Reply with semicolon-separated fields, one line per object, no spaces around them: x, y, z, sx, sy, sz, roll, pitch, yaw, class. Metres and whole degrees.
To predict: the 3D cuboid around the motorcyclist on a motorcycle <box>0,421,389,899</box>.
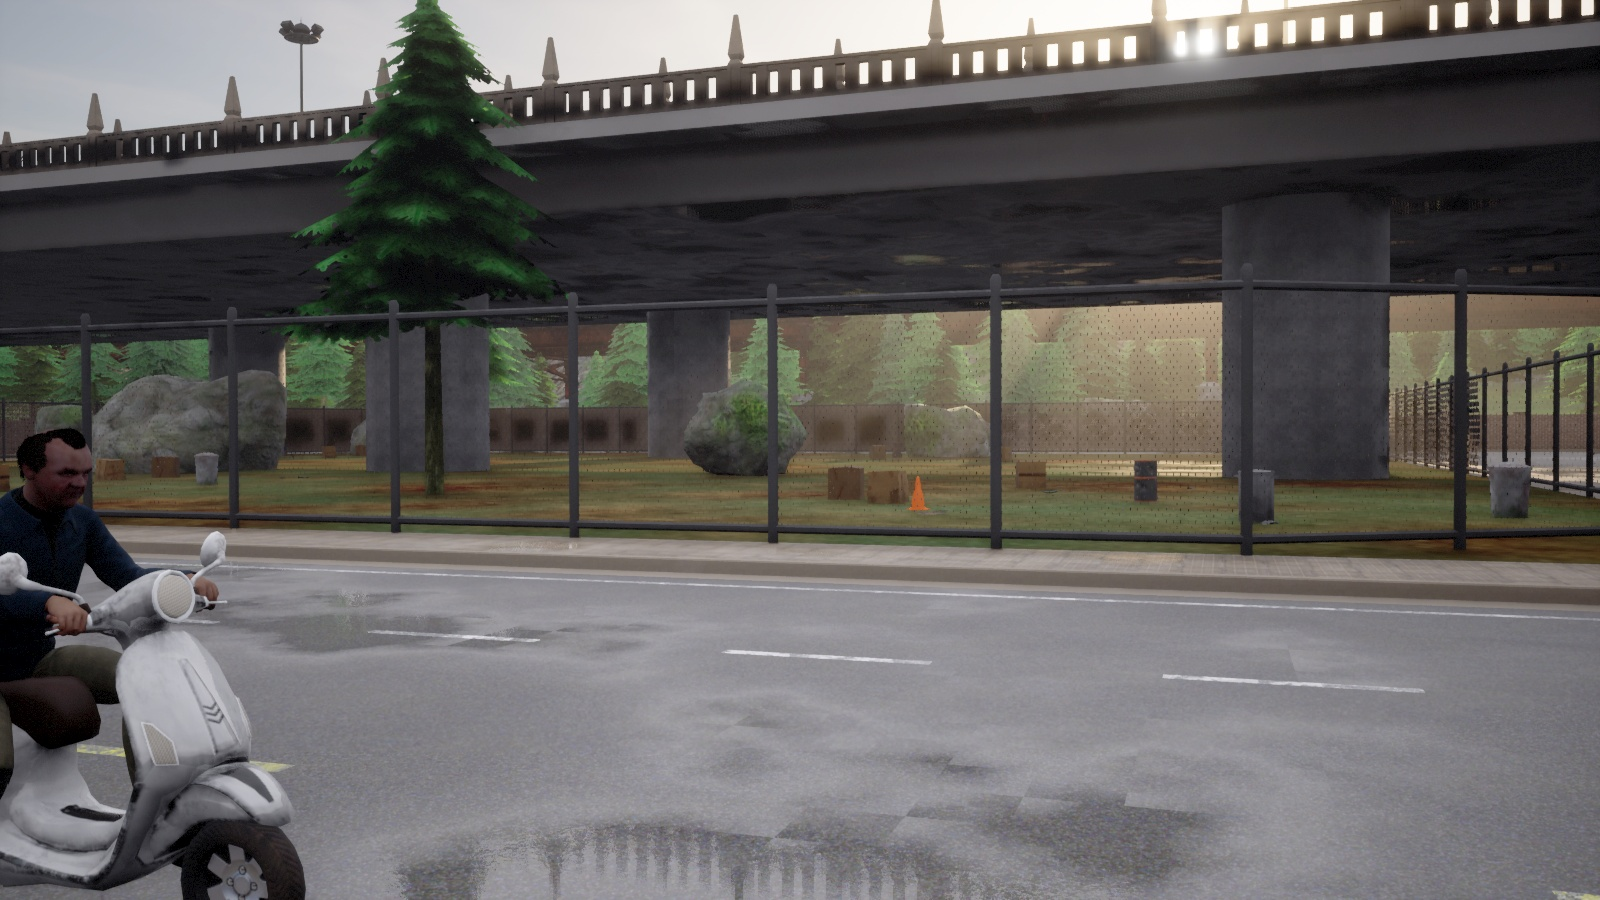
-2.341;0.707;3.980;1.817;1.590;0.866;1;1;19;motorcyclist on a motorcycle
